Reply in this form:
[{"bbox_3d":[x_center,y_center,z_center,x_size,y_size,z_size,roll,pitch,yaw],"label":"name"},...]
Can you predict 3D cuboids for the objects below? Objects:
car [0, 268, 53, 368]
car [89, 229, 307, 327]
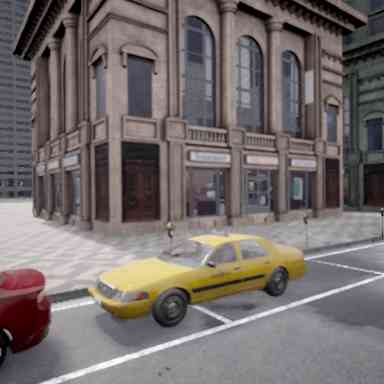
[{"bbox_3d":[-4.028,1.554,3.778,4.507,1.381,1.887,-1,0,-36],"label":"car"},{"bbox_3d":[0.393,1.494,6.934,4.829,1.417,1.752,-1,0,-36],"label":"car"}]
